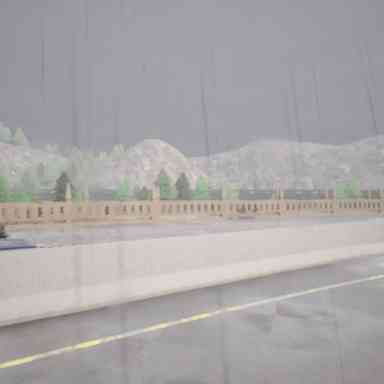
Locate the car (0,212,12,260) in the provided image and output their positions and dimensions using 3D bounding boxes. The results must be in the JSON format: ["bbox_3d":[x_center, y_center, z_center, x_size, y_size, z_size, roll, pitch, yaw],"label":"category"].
[{"bbox_3d":[-8.607,1.499,10.589,4.892,1.490,1.837,0,0,-34],"label":"car"}]

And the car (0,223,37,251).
[{"bbox_3d":[-6.380,1.596,7.925,4.718,1.301,1.895,0,0,-35],"label":"car"}]
